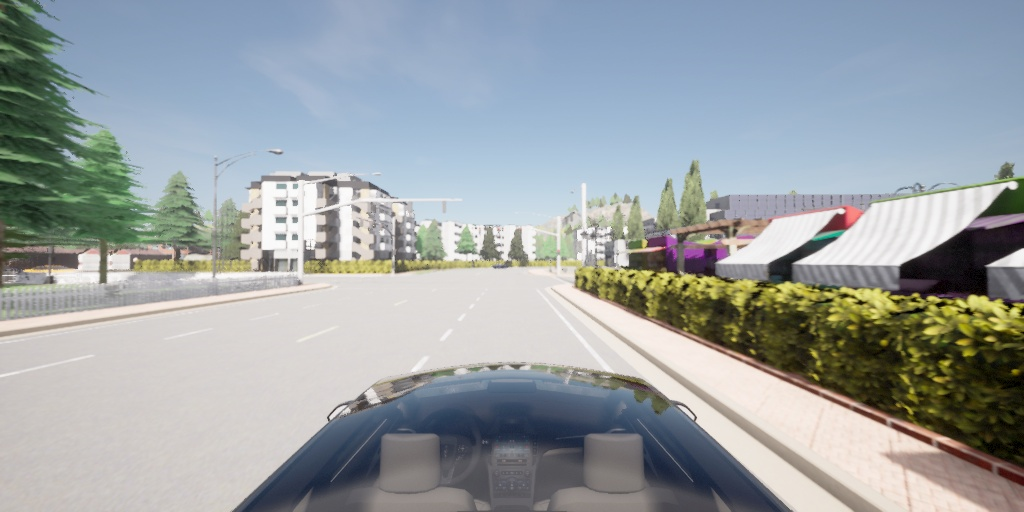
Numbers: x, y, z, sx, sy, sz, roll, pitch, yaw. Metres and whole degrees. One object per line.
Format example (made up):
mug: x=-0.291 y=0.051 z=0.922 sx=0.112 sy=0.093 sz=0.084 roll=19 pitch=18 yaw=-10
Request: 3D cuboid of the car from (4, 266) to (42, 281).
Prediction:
car: x=-47.584 y=1.754 z=33.530 sx=4.181 sy=1.385 sz=1.994 roll=0 pitch=-1 yaw=2

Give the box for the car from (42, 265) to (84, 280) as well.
car: x=-47.192 y=1.716 z=37.019 sx=5.008 sy=1.535 sz=1.882 roll=0 pitch=-1 yaw=2
